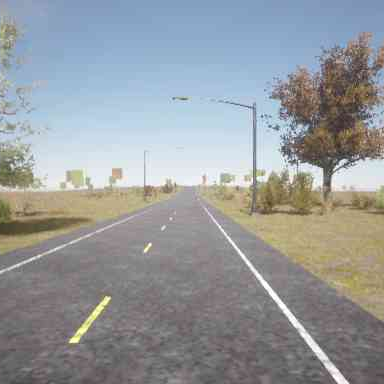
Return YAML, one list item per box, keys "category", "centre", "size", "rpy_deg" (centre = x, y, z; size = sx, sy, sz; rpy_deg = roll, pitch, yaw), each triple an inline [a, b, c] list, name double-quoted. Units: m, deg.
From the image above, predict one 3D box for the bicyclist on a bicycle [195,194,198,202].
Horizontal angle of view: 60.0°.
- category: "bicyclist on a bicycle"
  centre: [0.983, 1.337, 75.073]
  size: [0.659, 1.776, 1.843]
  rpy_deg: [1, 1, 0]

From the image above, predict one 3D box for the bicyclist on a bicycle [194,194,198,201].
- category: "bicyclist on a bicycle"
  centre: [0.983, 1.468, 84.067]
  size: [0.866, 1.612, 1.509]
  rpy_deg: [2, 1, 0]
